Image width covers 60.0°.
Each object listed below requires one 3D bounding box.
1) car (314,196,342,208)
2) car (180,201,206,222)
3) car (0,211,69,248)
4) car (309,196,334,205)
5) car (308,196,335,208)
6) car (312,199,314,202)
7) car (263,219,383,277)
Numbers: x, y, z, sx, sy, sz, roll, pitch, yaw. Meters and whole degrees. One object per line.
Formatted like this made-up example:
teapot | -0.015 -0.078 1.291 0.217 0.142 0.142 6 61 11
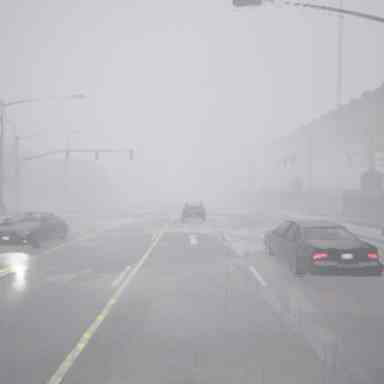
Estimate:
car | 19.493 1.286 45.190 1.853 1.218 4.536 0 0 -36
car | 0.116 1.486 26.436 2.128 1.511 4.902 0 0 -1
car | -7.023 1.561 14.576 1.994 1.385 4.181 0 0 1
car | 19.488 1.285 49.877 1.853 1.218 4.536 0 0 44
car | 19.452 1.443 49.840 2.038 1.542 4.974 0 0 44
car | 19.462 1.444 45.231 2.038 1.542 4.974 0 0 -36
car | 3.604 1.545 10.227 2.033 1.411 5.357 0 0 0
